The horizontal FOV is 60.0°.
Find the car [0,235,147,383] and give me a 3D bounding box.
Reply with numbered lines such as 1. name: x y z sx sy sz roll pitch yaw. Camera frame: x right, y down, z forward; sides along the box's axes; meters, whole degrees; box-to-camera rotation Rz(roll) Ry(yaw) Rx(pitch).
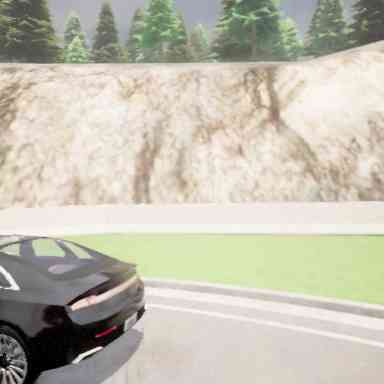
1. car: -3.076 1.403 4.792 4.902 1.511 2.128 -1 1 17
